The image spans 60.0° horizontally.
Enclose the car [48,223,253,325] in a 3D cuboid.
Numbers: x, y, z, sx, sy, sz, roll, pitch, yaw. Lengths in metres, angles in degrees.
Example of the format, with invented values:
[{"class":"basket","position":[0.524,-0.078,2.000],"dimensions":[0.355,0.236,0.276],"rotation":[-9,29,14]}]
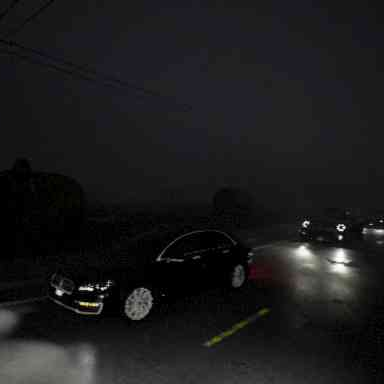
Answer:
[{"class":"car","position":[-0.522,1.467,7.208],"dimensions":[1.837,1.490,4.892],"rotation":[3,0,42]}]

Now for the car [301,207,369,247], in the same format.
[{"class":"car","position":[7.218,1.602,16.887],"dimensions":[2.097,1.767,4.553],"rotation":[3,0,38]}]

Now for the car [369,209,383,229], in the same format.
[{"class":"car","position":[15.039,2.091,26.971],"dimensions":[2.033,1.411,5.357],"rotation":[3,0,38]}]

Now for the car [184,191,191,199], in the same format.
[{"class":"car","position":[-2.176,0.745,79.772],"dimensions":[3.866,1.878,1.905],"rotation":[1,6,-6]}]
